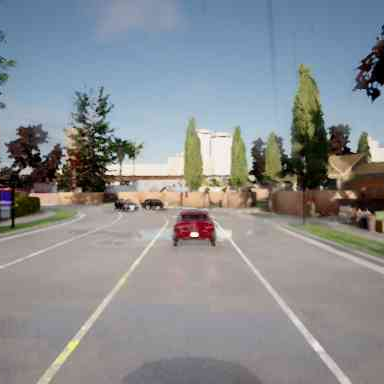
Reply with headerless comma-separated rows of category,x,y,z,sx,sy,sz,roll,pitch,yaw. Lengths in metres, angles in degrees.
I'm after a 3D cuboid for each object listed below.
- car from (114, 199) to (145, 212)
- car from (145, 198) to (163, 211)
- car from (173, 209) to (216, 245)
car,-7.625,1.523,38.523,2.128,1.511,4.902,0,0,-28
car,-5.143,1.556,41.655,1.837,1.490,4.892,1,-1,-28
car,0.095,1.525,15.499,1.812,1.442,4.674,0,0,0
